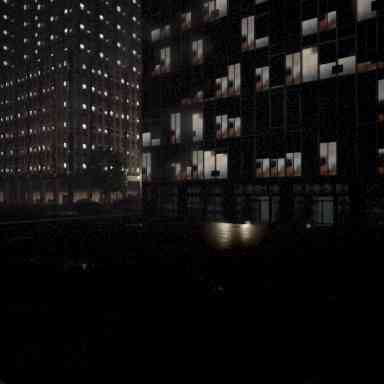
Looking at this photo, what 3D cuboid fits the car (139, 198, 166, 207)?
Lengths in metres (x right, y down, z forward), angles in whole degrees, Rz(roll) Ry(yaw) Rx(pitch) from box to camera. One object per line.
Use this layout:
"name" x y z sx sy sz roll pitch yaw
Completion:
"car" -6.531 1.762 55.404 1.947 1.339 4.313 0 0 35

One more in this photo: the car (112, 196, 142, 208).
"car" -9.763 1.492 50.714 2.192 1.841 5.009 -1 -1 35

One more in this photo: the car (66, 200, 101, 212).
"car" -13.329 1.693 40.956 1.994 1.385 4.181 0 0 35
